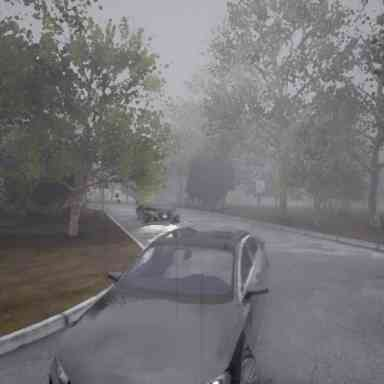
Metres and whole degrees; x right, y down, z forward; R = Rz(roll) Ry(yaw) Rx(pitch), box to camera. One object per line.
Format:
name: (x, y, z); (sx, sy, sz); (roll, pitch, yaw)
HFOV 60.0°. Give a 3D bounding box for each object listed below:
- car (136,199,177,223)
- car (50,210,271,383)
car: (-2.147, 1.151, 20.241); (1.994, 1.385, 4.181); (1, 0, -19)
car: (0.083, 1.383, 4.830); (2.128, 1.511, 4.902); (1, 5, 17)
